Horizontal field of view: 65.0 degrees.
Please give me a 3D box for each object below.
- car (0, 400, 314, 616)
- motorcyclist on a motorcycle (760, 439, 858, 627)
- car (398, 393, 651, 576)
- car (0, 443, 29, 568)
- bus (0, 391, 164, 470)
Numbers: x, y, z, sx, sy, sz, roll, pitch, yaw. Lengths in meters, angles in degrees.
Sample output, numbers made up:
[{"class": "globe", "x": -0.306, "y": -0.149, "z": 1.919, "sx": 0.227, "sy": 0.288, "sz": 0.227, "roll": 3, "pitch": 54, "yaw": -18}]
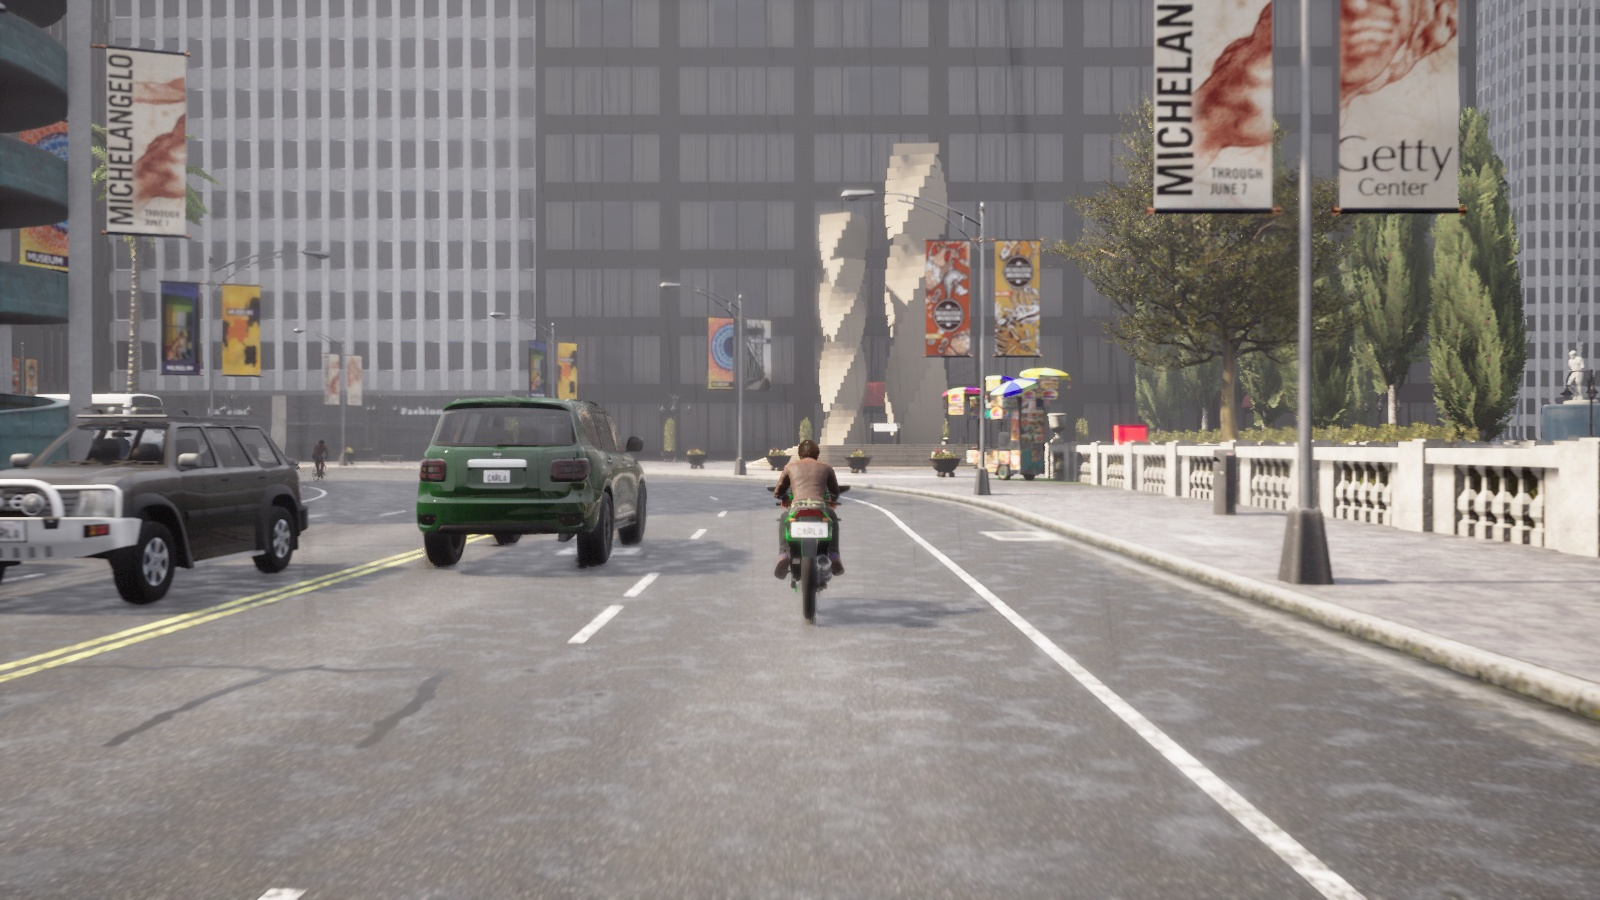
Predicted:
[{"class": "car", "x": -6.917, "y": 0.484, "z": 13.078, "sx": 1.932, "sy": 1.855, "sz": 4.605, "roll": 0, "pitch": 0, "yaw": 0}, {"class": "motorcyclist on a motorcycle", "x": 0.077, "y": 0.666, "z": 11.163, "sx": 0.797, "sy": 1.523, "sz": 2.044, "roll": 0, "pitch": 0, "yaw": 0}, {"class": "car", "x": -3.408, "y": 0.368, "z": 16.803, "sx": 2.150, "sy": 2.045, "sz": 5.566, "roll": 0, "pitch": 0, "yaw": 0}, {"class": "car", "x": -10.418, "y": 0.670, "z": 13.012, "sx": 1.837, "sy": 1.490, "sz": 4.892, "roll": 0, "pitch": 0, "yaw": 0}, {"class": "bus", "x": -41.799, "y": -1.062, "z": 70.595, "sx": 10.273, "sy": 4.253, "sz": 3.944, "roll": 0, "pitch": 0, "yaw": 6}]
